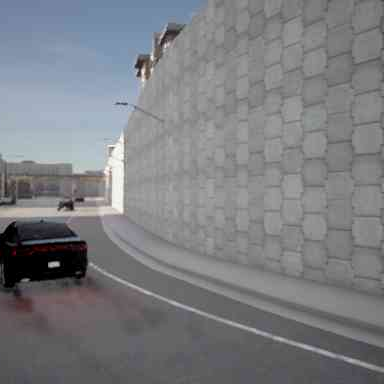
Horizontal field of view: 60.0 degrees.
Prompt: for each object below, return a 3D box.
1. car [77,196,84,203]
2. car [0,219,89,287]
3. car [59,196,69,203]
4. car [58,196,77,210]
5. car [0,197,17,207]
[{"bbox_3d":[-28.475,1.875,83.217,1.837,1.490,4.892,0,0,-16],"label":"car"},{"bbox_3d":[-4.505,1.520,9.698,1.882,1.535,5.008,0,0,-33],"label":"car"},{"bbox_3d":[-32.572,1.873,84.727,1.837,1.490,4.892,0,0,-16],"label":"car"},{"bbox_3d":[-17.302,1.708,45.796,1.837,1.490,4.892,0,0,-16],"label":"car"},{"bbox_3d":[-31.919,1.707,57.803,1.882,1.535,5.008,0,0,-16],"label":"car"}]
